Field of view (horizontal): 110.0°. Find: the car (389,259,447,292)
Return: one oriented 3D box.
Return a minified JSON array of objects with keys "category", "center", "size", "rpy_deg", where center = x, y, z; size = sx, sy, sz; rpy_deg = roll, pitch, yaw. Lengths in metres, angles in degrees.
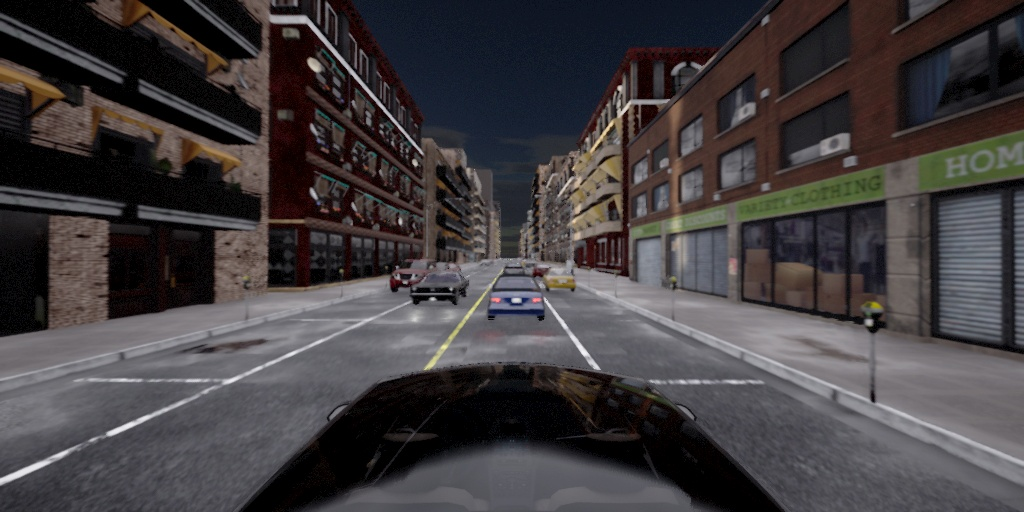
[{"category":"car","center":[-5.649,1.092,21.484],"size":[2.192,1.841,5.009],"rpy_deg":[0,0,0]}]

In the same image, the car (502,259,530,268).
[{"category":"car","center":[0.170,1.297,31.385],"size":[2.128,1.511,4.902],"rpy_deg":[0,0,0]}]

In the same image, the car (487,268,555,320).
[{"category":"car","center":[0.125,1.319,12.733],"size":[2.033,1.411,5.357],"rpy_deg":[0,0,0]}]

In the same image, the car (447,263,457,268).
[{"category":"car","center":[-5.635,1.228,27.120],"size":[1.967,1.591,4.097],"rpy_deg":[0,0,0]}]

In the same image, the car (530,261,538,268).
[{"category":"car","center":[2.760,1.357,32.732],"size":[1.888,1.381,4.507],"rpy_deg":[0,0,0]}]

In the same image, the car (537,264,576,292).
[{"category":"car","center":[2.732,1.317,21.629],"size":[1.751,1.417,4.829],"rpy_deg":[0,0,0]}]

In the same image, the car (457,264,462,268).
[{"category":"car","center":[-5.621,1.343,32.757],"size":[1.888,1.381,4.507],"rpy_deg":[0,0,0]}]

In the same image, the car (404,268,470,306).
[{"category":"car","center":[-3.066,1.373,16.053],"size":[1.895,1.301,4.718],"rpy_deg":[0,0,0]}]
